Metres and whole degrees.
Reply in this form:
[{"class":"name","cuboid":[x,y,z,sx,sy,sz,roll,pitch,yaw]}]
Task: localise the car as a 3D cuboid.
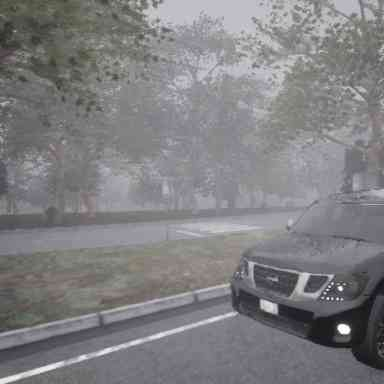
[{"class":"car","cuboid":[3.244,1.024,6.049,5.566,2.045,2.150,-4,1,-36]}]
